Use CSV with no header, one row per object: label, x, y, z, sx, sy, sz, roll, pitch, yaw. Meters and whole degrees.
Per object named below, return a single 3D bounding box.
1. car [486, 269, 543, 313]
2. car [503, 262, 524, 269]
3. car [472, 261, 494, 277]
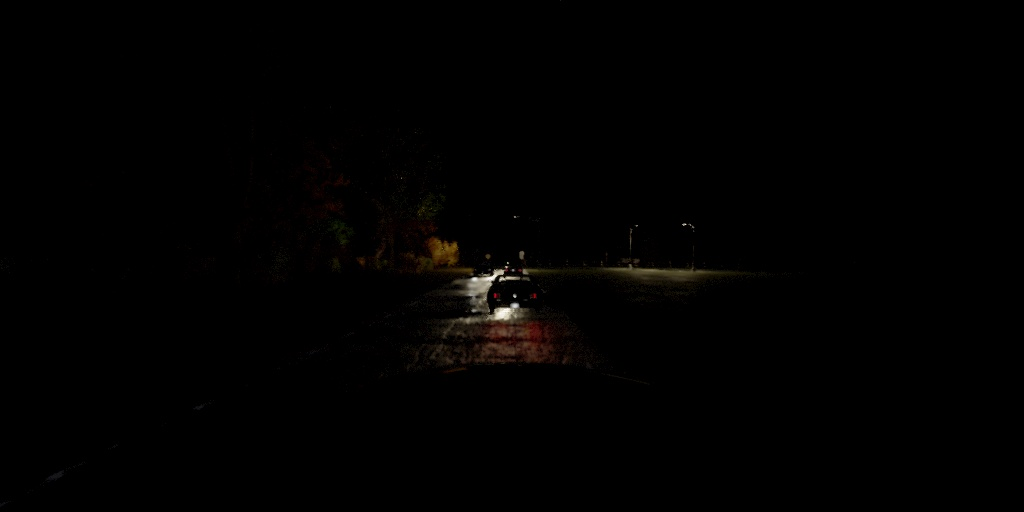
car,0.101,1.345,14.061,1.895,1.301,4.718,0,0,0
car,0.101,1.285,33.366,2.033,1.411,5.357,0,0,0
car,-2.751,1.263,35.794,1.812,1.442,4.674,0,0,0
